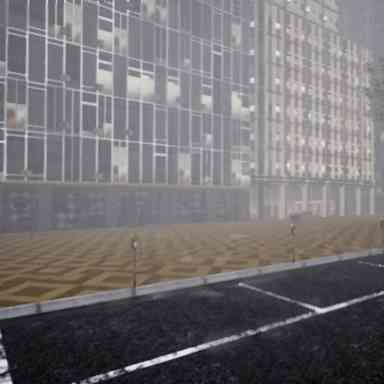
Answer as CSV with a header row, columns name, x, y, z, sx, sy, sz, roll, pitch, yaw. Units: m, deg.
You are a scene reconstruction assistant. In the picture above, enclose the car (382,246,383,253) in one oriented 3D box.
name,x,y,z,sx,sy,sz,roll,pitch,yaw
car,8.802,1.754,12.153,4.829,1.417,1.752,1,-1,-33
